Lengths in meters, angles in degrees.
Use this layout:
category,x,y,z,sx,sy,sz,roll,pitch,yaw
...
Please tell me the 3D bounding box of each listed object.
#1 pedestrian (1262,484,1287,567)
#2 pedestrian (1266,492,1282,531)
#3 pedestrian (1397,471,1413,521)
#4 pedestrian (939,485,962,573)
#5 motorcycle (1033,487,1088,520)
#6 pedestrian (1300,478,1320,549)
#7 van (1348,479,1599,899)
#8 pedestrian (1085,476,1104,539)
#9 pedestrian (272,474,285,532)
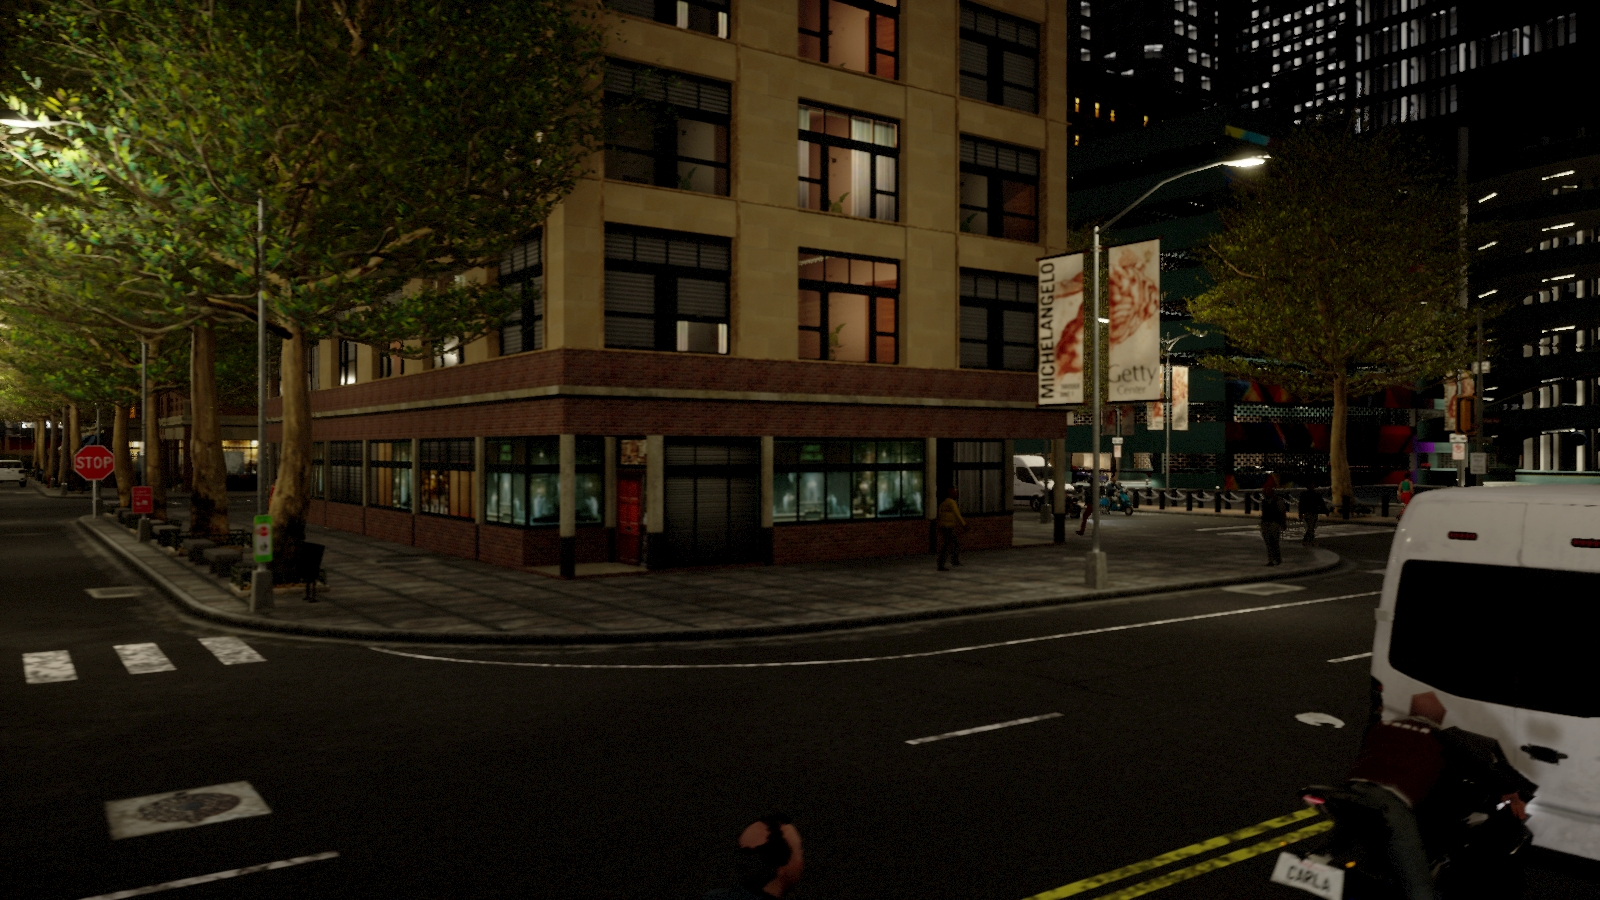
category,x,y,z,sx,sy,sz,roll,pitch,yaw
pedestrian,10.747,1.696,25.866,0.375,1.860,0.375,0,0,-27
pedestrian,16.382,2.127,39.478,0.375,1.300,0.375,0,0,-35
pedestrian,22.444,1.702,42.390,0.375,1.860,0.375,0,0,-35
pedestrian,3.242,1.696,24.674,0.375,1.860,0.375,0,0,-16
motorcycle,10.750,2.204,47.186,0.867,1.251,2.209,0,0,-35
pedestrian,13.625,1.695,30.521,0.375,1.860,0.375,0,0,1
van,6.609,1.534,8.430,5.915,2.561,1.988,0,0,-35
pedestrian,8.712,1.696,33.795,0.375,1.860,0.375,0,0,-34
pedestrian,-16.799,1.696,36.798,0.375,1.860,0.375,0,0,-29
